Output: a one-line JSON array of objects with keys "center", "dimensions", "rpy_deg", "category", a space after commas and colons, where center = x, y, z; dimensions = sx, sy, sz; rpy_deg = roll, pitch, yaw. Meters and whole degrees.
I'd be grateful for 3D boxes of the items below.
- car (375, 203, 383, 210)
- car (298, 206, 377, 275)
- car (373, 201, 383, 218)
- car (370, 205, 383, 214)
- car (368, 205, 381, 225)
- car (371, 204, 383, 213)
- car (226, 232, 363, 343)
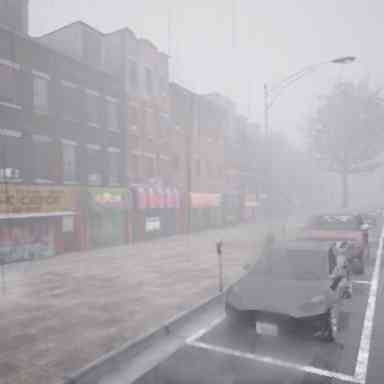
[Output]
[{"center": [44.452, 3.386, 78.347], "dimensions": [2.008, 1.369, 4.403], "rpy_deg": [-3, -3, 31], "category": "car"}, {"center": [5.035, 1.591, 11.684], "dimensions": [2.192, 1.841, 5.009], "rpy_deg": [-3, -2, 31], "category": "car"}, {"center": [21.922, 2.286, 40.255], "dimensions": [1.967, 1.590, 4.097], "rpy_deg": [-3, -3, 31], "category": "car"}, {"center": [30.369, 2.802, 54.531], "dimensions": [1.802, 1.307, 4.206], "rpy_deg": [-3, -3, 31], "category": "car"}, {"center": [14.325, 2.075, 27.601], "dimensions": [1.837, 1.490, 4.892], "rpy_deg": [-2, -2, 31], "category": "car"}, {"center": [33.184, 2.902, 59.294], "dimensions": [2.008, 1.369, 4.403], "rpy_deg": [-3, -3, 31], "category": "car"}, {"center": [2.226, 1.760, 6.927], "dimensions": [1.947, 1.339, 4.313], "rpy_deg": [-3, -3, 30], "category": "car"}]
